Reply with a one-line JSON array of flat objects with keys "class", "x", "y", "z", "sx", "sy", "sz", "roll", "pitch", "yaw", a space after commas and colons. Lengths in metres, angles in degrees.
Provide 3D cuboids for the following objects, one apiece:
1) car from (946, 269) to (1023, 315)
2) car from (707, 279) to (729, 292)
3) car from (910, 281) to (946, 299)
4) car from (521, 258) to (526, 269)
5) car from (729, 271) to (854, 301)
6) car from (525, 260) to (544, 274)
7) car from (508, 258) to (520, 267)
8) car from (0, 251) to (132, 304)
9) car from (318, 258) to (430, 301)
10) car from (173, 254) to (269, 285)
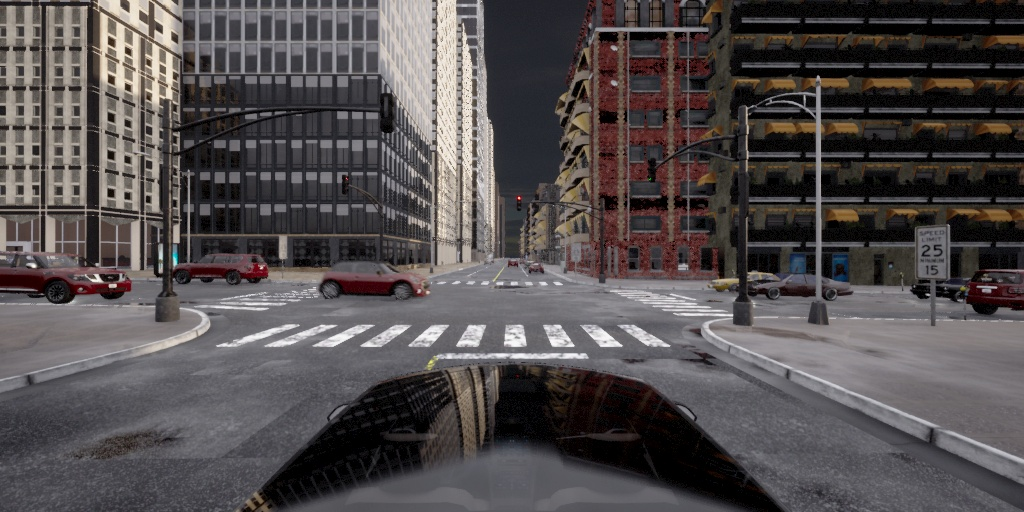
[{"class": "car", "x": 20.616, "y": 1.461, "z": 13.778, "sx": 5.009, "sy": 1.841, "sz": 2.192, "roll": 0, "pitch": 0, "yaw": 0}, {"class": "car", "x": 14.660, "y": 1.587, "z": 22.083, "sx": 4.829, "sy": 1.417, "sz": 1.751, "roll": 0, "pitch": 0, "yaw": 0}, {"class": "car", "x": 24.889, "y": 1.839, "z": 19.567, "sx": 4.718, "sy": 1.301, "sz": 1.895, "roll": 1, "pitch": 0, "yaw": -1}, {"class": "car", "x": 2.767, "y": 1.317, "z": 54.715, "sx": 2.007, "sy": 1.370, "sz": 4.403, "roll": 0, "pitch": 0, "yaw": 0}, {"class": "car", "x": 15.259, "y": 1.610, "z": 19.496, "sx": 5.357, "sy": 1.411, "sz": 2.033, "roll": 1, "pitch": 0, "yaw": 0}, {"class": "car", "x": 2.799, "y": 1.341, "z": 41.798, "sx": 1.802, "sy": 1.307, "sz": 4.207, "roll": 0, "pitch": 0, "yaw": 0}, {"class": "car", "x": 0.191, "y": 1.252, "z": 65.093, "sx": 1.882, "sy": 1.535, "sz": 5.008, "roll": 0, "pitch": 0, "yaw": 0}, {"class": "car", "x": -17.558, "y": 0.757, "z": 13.469, "sx": 5.009, "sy": 1.841, "sz": 2.192, "roll": 0, "pitch": 0, "yaw": 0}, {"class": "car", "x": -6.045, "y": 1.013, "z": 16.143, "sx": 4.553, "sy": 1.767, "sz": 2.097, "roll": 1, "pitch": 0, "yaw": 0}, {"class": "car", "x": -17.681, "y": 0.776, "z": 21.848, "sx": 5.009, "sy": 1.841, "sz": 2.192, "roll": 0, "pitch": 0, "yaw": 0}]
